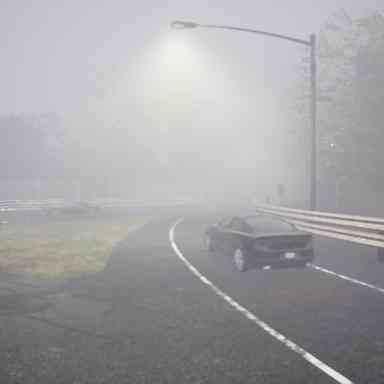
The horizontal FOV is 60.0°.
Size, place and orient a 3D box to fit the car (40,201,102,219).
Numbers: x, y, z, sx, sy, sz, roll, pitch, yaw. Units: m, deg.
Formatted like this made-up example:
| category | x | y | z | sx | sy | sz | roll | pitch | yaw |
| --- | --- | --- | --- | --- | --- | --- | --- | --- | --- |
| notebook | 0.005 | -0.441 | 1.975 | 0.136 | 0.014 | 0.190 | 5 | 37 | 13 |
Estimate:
| category | x | y | z | sx | sy | sz | roll | pitch | yaw |
| --- | --- | --- | --- | --- | --- | --- | --- | --- | --- |
| car | -10.150 | 1.469 | 28.064 | 4.718 | 1.301 | 1.895 | 0 | 0 | -37 |

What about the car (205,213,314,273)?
| category | x | y | z | sx | sy | sz | roll | pitch | yaw |
| --- | --- | --- | --- | --- | --- | --- | --- | --- | --- |
| car | 1.836 | 1.406 | 10.664 | 1.882 | 1.535 | 5.008 | -1 | 0 | -14 |
